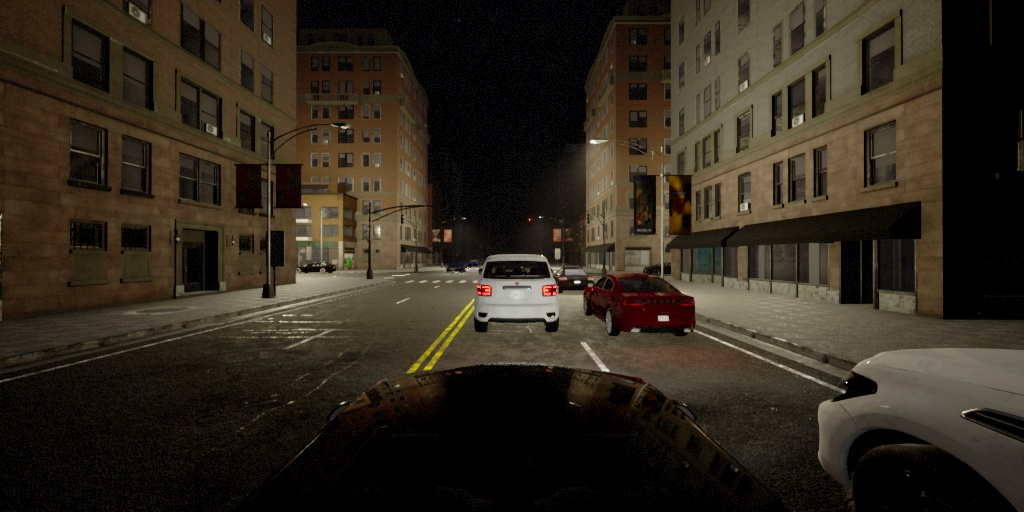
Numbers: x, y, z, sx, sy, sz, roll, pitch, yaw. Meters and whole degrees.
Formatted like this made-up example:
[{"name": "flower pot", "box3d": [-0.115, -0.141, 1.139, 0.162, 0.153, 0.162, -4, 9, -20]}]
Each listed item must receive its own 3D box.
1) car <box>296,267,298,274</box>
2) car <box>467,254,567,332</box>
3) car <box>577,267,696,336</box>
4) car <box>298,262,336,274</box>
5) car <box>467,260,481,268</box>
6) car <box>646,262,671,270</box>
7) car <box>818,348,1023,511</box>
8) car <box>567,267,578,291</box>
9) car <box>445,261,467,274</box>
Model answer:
[{"name": "car", "box3d": [-22.123, 1.169, 32.258, 4.097, 1.591, 1.967, 0, 0, 0]}, {"name": "car", "box3d": [0.116, 0.971, 10.963, 2.150, 2.045, 5.566, 0, 0, 0]}, {"name": "car", "box3d": [3.362, 1.228, 10.397, 1.882, 1.535, 5.008, 0, 0, 0]}, {"name": "car", "box3d": [-22.070, 1.326, 40.283, 4.313, 1.339, 1.948, 0, 0, 0]}, {"name": "car", "box3d": [-6.495, 1.340, 61.147, 1.895, 1.301, 4.718, 0, 0, 0]}, {"name": "car", "box3d": [16.085, 1.351, 37.847, 4.181, 1.385, 1.994, 0, 0, 0]}, {"name": "car", "box3d": [3.347, 0.972, 0.237, 2.150, 2.045, 5.566, 0, 0, 0]}, {"name": "car", "box3d": [3.376, 1.313, 20.485, 1.994, 1.385, 4.181, 0, 0, 0]}, {"name": "car", "box3d": [-6.542, 1.283, 42.108, 1.812, 1.442, 4.674, 0, 0, 0]}]
